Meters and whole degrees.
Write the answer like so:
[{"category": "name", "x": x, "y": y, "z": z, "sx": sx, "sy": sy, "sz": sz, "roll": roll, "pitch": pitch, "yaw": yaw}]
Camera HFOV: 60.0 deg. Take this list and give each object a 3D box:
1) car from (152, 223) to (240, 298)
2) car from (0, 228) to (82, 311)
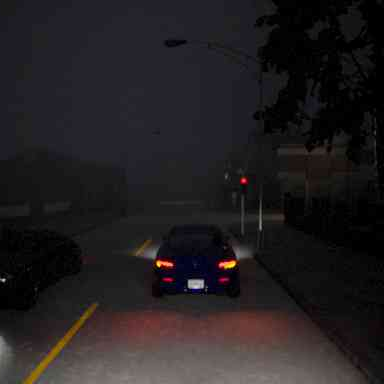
[{"category": "car", "x": 0.097, "y": 1.515, "z": 8.388, "sx": 1.812, "sy": 1.442, "sz": 4.674, "roll": 0, "pitch": 0, "yaw": 1}, {"category": "car", "x": -4.067, "y": 1.554, "z": 7.629, "sx": 1.994, "sy": 1.385, "sz": 4.181, "roll": 0, "pitch": 0, "yaw": 0}]
